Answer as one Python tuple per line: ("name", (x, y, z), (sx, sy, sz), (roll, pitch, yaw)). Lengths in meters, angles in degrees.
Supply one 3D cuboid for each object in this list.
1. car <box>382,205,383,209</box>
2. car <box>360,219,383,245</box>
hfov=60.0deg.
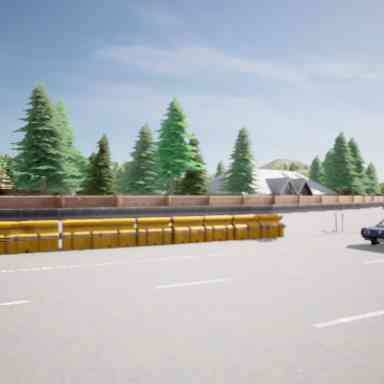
("car", (36.036, 2.370, 60.132), (4.674, 1.442, 1.812), (1, -1, -44))
("car", (10.131, 1.819, 15.420), (4.718, 1.301, 1.895), (0, -1, -27))
